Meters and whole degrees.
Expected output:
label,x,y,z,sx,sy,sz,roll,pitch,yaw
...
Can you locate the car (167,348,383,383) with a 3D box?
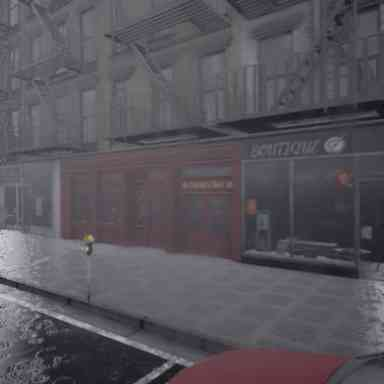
label,x,y,z,sx,sy,sz,roll,pitch,yaw
car,1.585,1.581,1.684,4.206,1.307,1.802,0,0,35
